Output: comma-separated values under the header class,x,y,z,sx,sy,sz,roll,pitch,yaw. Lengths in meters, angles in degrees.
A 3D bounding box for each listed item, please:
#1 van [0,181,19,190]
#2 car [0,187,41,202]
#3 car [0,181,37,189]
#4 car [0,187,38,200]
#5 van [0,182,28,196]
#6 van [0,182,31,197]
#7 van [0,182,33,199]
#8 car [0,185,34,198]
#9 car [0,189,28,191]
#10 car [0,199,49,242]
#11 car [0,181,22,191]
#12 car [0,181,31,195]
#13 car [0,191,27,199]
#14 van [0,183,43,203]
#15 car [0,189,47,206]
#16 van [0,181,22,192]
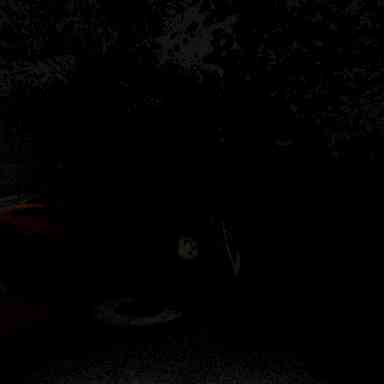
class,x,y,z,sx,sy,sz,roll,pitch,yaw
van,-40.387,-1.423,72.668,4.442,1.987,1.878,1,1,-30
car,-19.501,0.264,36.793,4.792,1.488,2.163,1,2,-30
car,-15.236,0.335,29.511,5.566,2.045,2.435,1,2,-30
car,-20.833,0.162,39.069,4.792,1.488,2.163,1,2,-30
van,-26.542,-0.481,48.546,4.442,1.987,1.878,1,1,-30
van,-24.943,-0.383,46.274,4.442,1.987,1.878,1,1,-30
van,-22.332,-0.195,41.368,4.442,1.987,1.878,1,2,-31
car,-23.647,-0.065,43.833,5.008,1.535,2.097,1,1,-30
car,-12.635,0.816,24.633,5.366,1.575,1.946,1,2,-30
car,-6.952,1.289,15.275,5.008,1.535,2.097,1,2,-30
car,-39.113,-1.356,70.204,5.566,2.045,2.435,1,1,-30
car,-27.863,-0.599,50.979,5.566,2.045,2.435,1,1,-30
car,-8.314,1.046,17.679,4.553,1.767,2.185,1,2,-30
van,-18.018,0.122,34.441,4.442,1.987,1.878,1,2,-30
car,-16.692,0.496,31.878,4.792,1.488,2.163,1,2,-30
van,-34.794,-1.046,63.109,4.442,1.987,1.878,1,1,-30
